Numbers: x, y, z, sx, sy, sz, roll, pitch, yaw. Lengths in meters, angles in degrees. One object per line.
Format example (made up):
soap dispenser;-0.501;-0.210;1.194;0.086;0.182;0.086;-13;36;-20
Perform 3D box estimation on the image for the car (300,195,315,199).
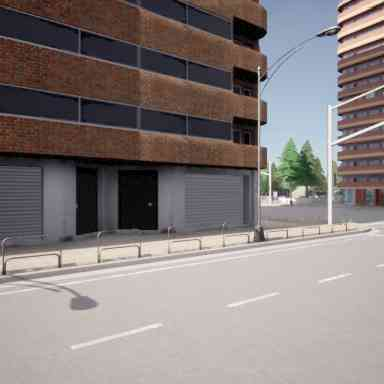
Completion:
car;26.647;1.469;76.485;4.674;1.442;1.812;0;0;-34
